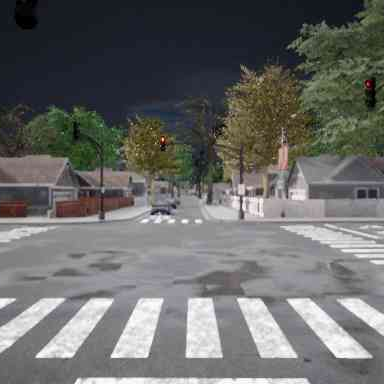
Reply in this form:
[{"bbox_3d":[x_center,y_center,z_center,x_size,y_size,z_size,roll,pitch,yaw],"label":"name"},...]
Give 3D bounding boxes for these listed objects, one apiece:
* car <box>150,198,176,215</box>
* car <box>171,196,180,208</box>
[{"bbox_3d":[-3.062,1.590,34.084,2.033,1.411,5.357,0,0,0],"label":"car"},{"bbox_3d":[-3.069,1.540,45.242,1.882,1.535,5.008,0,0,0],"label":"car"}]
